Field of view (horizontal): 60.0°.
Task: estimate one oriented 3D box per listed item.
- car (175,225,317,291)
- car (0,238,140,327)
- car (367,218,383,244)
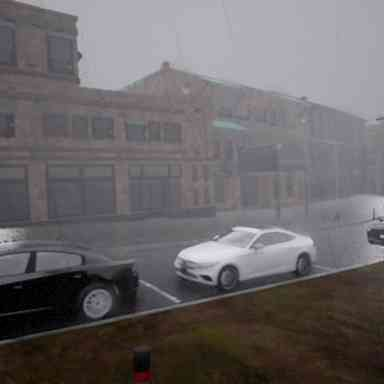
[{"bbox_3d":[1.745,1.751,9.850,4.674,1.452,2.002,0,1,-33],"label":"car"},{"bbox_3d":[-3.513,1.716,6.501,5.008,1.535,2.097,1,0,-31],"label":"car"},{"bbox_3d":[10.340,1.680,15.941,5.008,1.535,2.097,0,-1,-35],"label":"car"}]
